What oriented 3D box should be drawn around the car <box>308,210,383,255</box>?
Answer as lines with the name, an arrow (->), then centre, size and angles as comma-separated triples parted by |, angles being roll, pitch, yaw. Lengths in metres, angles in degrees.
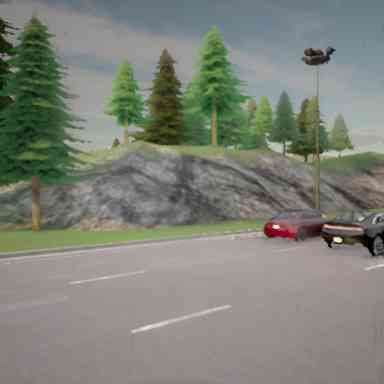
car -> 7.121, 1.469, 13.142 | 4.902, 1.511, 2.128 | 0, 0, -35

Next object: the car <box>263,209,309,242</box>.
car -> 5.451, 1.541, 16.249 | 4.181, 1.385, 1.994 | 0, 0, -35
